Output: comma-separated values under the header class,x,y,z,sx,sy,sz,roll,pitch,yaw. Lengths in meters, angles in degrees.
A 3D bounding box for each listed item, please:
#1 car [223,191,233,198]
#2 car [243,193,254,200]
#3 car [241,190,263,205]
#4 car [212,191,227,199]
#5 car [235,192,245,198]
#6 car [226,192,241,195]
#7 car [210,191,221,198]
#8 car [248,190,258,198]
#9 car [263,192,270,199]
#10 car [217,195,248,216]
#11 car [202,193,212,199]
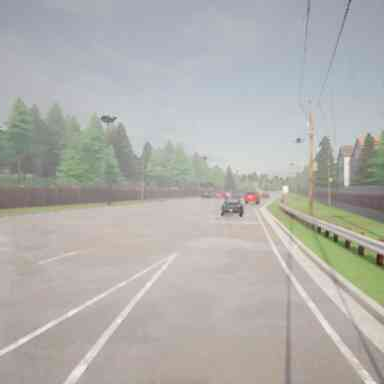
class,x,y,z,sx,sy,sz,roll,pitch,yaw
car,10.078,0.676,93.640,2.097,1.767,4.553,0,0,16
car,13.954,1.088,81.730,2.128,1.511,4.902,0,0,16
car,9.736,0.941,53.823,2.150,2.045,5.566,0,0,16
car,7.233,0.753,83.679,2.150,2.045,5.566,0,0,16
car,13.451,0.863,92.709,2.128,1.511,4.902,0,0,16
car,10.589,1.071,82.691,2.128,1.511,4.902,0,0,16
car,6.712,0.658,94.601,2.097,1.767,4.553,0,0,16
car,16.826,0.581,91.775,2.150,2.045,5.566,0,0,16
car,19.372,0.910,87.950,2.097,1.767,4.553,0,0,16
car,3.763,1.327,30.330,2.128,1.511,4.902,0,0,11
car,3.858,0.988,84.612,1.882,1.535,5.008,0,0,16
